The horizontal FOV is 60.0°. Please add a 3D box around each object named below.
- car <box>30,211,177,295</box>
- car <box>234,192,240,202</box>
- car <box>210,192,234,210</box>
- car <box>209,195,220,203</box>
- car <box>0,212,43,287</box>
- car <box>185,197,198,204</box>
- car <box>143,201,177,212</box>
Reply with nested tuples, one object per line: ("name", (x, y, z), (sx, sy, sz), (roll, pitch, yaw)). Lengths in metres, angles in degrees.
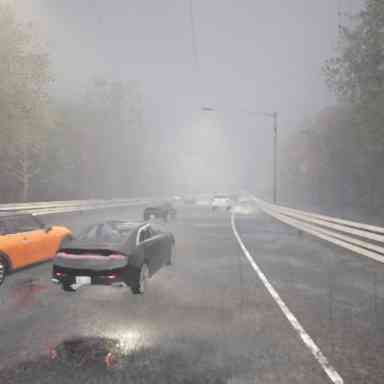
("car", (-1.713, 1.493, 8.820), (2.128, 1.511, 4.902), (0, 0, 9))
("car", (9.994, 1.316, 81.281), (2.150, 2.045, 5.566), (1, 0, 9))
("car", (3.888, 1.280, 43.477), (2.150, 2.045, 5.566), (1, 0, 9))
("car", (4.928, 1.533, 71.874), (1.882, 1.535, 5.008), (1, 0, 9))
("car", (-5.176, 1.325, 9.292), (2.097, 1.767, 4.553), (1, 0, 9))
("car", (-0.129, 1.581, 62.533), (1.994, 1.385, 4.181), (1, 0, 9))
("car", (-2.446, 1.508, 26.224), (1.837, 1.490, 4.892), (0, 0, 9))
